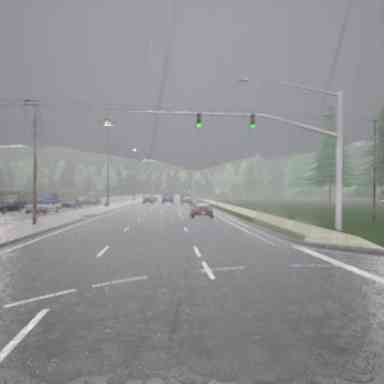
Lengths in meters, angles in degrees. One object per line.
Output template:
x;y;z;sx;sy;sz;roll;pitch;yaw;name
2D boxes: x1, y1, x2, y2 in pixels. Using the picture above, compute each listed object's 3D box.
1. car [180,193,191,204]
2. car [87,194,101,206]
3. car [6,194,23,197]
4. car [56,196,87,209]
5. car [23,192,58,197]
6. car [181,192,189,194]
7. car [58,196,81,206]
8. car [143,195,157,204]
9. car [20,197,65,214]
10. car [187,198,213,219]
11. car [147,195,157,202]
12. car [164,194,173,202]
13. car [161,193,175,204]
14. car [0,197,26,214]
-0.886;1.483;60.784;1.812;1.442;4.674;1;0;-3;car
-15.379;1.157;51.032;2.097;1.767;4.553;1;0;-3;car
-21.832;1.093;40.714;2.097;1.767;4.553;1;0;-3;car
-14.842;1.380;41.028;1.994;1.385;4.181;1;0;-3;car
-18.367;0.999;41.481;2.150;2.045;5.566;1;0;-3;car
-1.433;1.095;70.822;2.150;2.045;5.566;1;0;-3;car
-18.915;1.367;51.563;1.895;1.301;4.718;1;0;-3;car
-7.872;1.386;60.338;1.837;1.490;4.892;1;0;-3;car
-14.438;1.426;32.392;1.895;1.301;4.718;1;0;-3;car
0.804;1.518;29.452;1.812;1.442;4.674;1;0;-3;car
-8.422;1.347;70.388;1.994;1.385;4.181;1;0;-3;car
-4.929;1.312;70.609;1.882;1.535;5.008;1;0;-3;car
-4.360;1.141;60.262;2.150;2.045;5.566;1;0;-3;car
-17.914;1.389;31.829;1.895;1.301;4.718;1;0;-3;car
